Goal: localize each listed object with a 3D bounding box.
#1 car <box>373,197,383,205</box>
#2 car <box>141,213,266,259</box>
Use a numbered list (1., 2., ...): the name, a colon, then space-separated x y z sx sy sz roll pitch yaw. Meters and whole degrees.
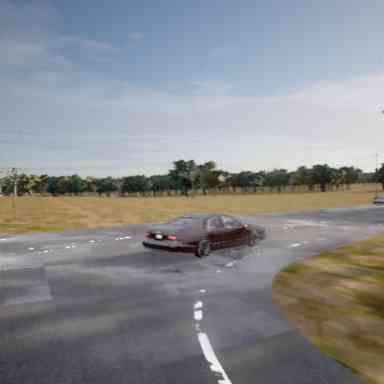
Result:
1. car: 31.244 1.459 54.345 2.033 1.411 5.357 0 0 44
2. car: 0.664 1.478 12.431 2.033 1.411 5.357 0 0 43
